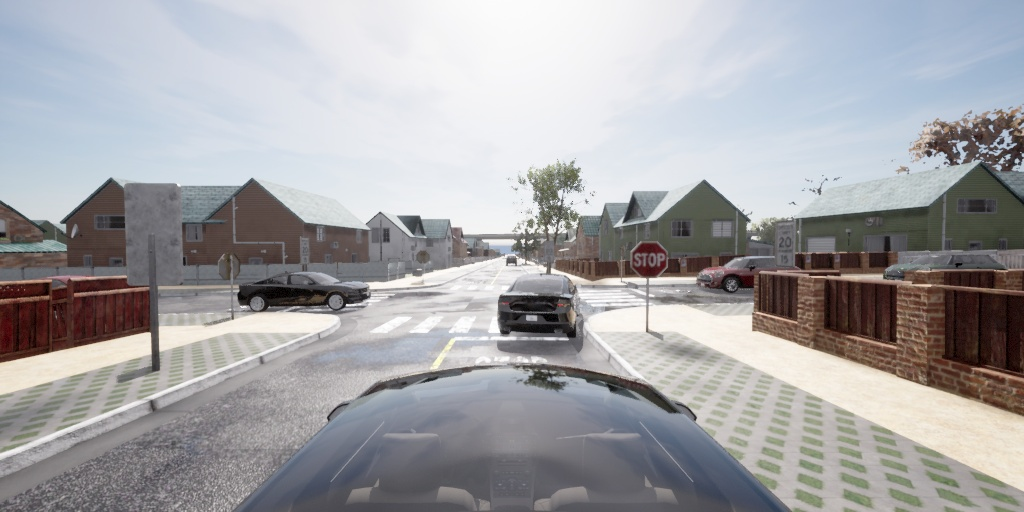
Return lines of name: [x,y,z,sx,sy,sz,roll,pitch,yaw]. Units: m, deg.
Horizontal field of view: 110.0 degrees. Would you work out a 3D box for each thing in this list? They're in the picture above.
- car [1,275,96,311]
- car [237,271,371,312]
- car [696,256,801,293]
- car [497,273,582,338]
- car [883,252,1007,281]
car: [-18.038,1.546,14.791,5.008,1.535,1.882,-1,2,0]
car: [-8.485,1.376,14.866,5.008,1.535,1.882,-1,2,0]
car: [11.786,0.820,17.975,4.553,1.767,2.097,-1,2,0]
car: [0.947,1.224,10.351,1.882,1.535,5.008,0,0,12]
car: [21.681,0.645,18.059,4.553,1.767,2.097,-1,2,0]
